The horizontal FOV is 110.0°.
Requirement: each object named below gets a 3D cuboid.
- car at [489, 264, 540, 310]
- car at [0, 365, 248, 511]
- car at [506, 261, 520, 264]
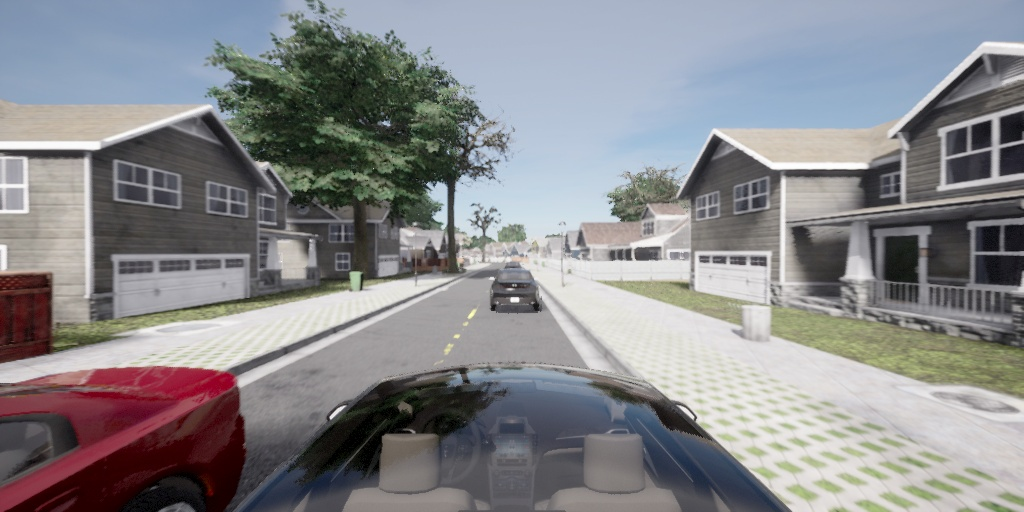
[{"bbox_3d":[0.100,1.269,14.788,1.837,1.490,4.892,0,0,0],"label":"car"},{"bbox_3d":[-2.845,1.226,0.476,1.882,1.535,5.008,0,0,0],"label":"car"},{"bbox_3d":[0.098,1.285,35.859,1.837,1.490,4.892,0,0,0],"label":"car"}]
